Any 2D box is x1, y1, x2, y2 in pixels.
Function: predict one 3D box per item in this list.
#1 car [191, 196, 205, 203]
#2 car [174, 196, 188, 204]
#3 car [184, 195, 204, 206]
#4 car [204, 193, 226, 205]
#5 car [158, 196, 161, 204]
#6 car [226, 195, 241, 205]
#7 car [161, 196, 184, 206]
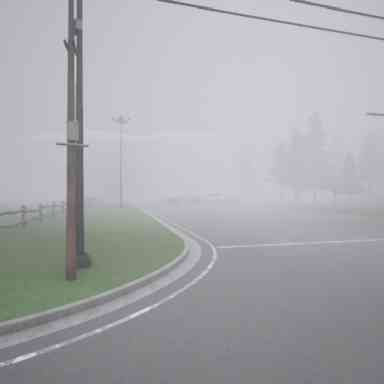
[{"bbox_3d":[1.171,1.556,67.393,1.994,1.385,4.181,0,0,-13],"label":"car"},{"bbox_3d":[-2.240,1.498,66.605,1.837,1.490,4.892,0,0,-13],"label":"car"},{"bbox_3d":[0.063,1.345,56.647,2.097,1.767,4.553,0,0,-13],"label":"car"},{"bbox_3d":[3.545,1.214,57.122,2.150,2.045,5.566,0,0,-13],"label":"car"},{"bbox_3d":[-5.650,1.471,65.818,1.882,1.535,5.008,0,0,-13],"label":"car"},{"bbox_3d":[6.901,1.344,58.145,2.097,1.767,4.553,0,0,-13],"label":"car"},{"bbox_3d":[-3.309,1.486,55.693,2.128,1.511,4.902,0,0,-13],"label":"car"}]
